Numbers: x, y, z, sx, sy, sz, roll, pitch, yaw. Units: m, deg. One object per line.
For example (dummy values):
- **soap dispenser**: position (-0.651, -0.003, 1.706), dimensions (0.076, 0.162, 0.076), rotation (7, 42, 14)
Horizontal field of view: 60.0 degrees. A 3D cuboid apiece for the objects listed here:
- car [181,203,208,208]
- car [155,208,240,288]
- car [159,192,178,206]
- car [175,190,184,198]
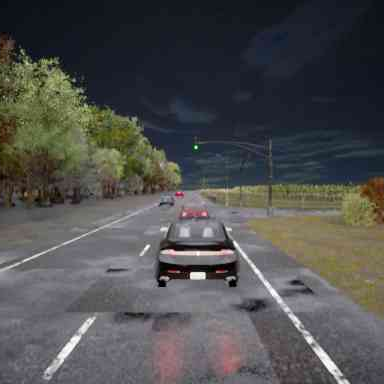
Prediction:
- **car**: position (0.147, 1.391, 22.679), dimensions (1.895, 1.301, 4.718), rotation (0, 1, 0)
- **car**: position (0.119, 1.409, 8.971), dimensions (2.128, 1.511, 4.902), rotation (0, 1, 0)
- **car**: position (-3.308, 1.133, 44.572), dimensions (2.033, 1.411, 5.357), rotation (0, 1, 0)
- **car**: position (-3.320, 0.412, 86.198), dimensions (2.150, 2.045, 5.566), rotation (0, 1, 0)
